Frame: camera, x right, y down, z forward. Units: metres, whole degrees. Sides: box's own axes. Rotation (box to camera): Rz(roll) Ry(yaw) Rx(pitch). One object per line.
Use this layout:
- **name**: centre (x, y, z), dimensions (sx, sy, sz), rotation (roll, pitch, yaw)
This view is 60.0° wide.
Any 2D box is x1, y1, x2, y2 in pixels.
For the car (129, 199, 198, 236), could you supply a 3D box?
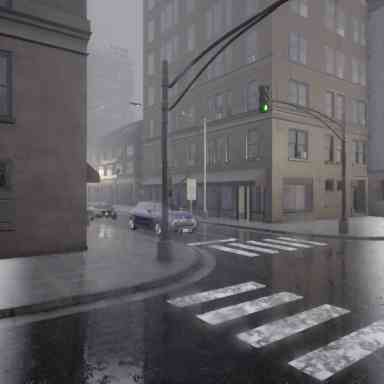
- **car**: centre (-1.624, 1.269, 17.977), dimensions (2.097, 1.767, 4.553), rotation (0, 0, -36)

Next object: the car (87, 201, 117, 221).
- **car**: centre (-7.418, 1.428, 26.084), dimensions (1.994, 1.385, 4.181), rotation (0, 0, -35)
